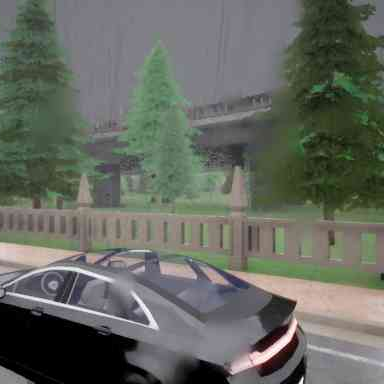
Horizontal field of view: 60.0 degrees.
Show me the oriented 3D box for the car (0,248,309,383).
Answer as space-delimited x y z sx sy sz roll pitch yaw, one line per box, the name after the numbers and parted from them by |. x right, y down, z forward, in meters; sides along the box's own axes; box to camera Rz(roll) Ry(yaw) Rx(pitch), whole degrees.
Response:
-1.117 1.492 4.203 4.902 1.511 2.128 0 0 33 | car
